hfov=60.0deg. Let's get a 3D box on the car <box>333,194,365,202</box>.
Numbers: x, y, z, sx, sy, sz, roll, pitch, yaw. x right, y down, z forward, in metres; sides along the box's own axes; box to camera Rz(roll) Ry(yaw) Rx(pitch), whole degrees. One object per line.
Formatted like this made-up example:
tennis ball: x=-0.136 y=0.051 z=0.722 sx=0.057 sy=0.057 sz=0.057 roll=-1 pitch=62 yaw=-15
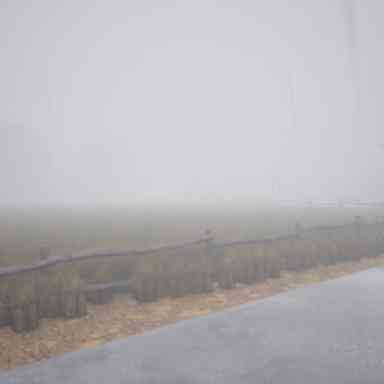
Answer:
car: x=33.287 y=1.380 z=70.677 sx=2.242 sy=1.667 sz=4.611 roll=0 pitch=0 yaw=-37
